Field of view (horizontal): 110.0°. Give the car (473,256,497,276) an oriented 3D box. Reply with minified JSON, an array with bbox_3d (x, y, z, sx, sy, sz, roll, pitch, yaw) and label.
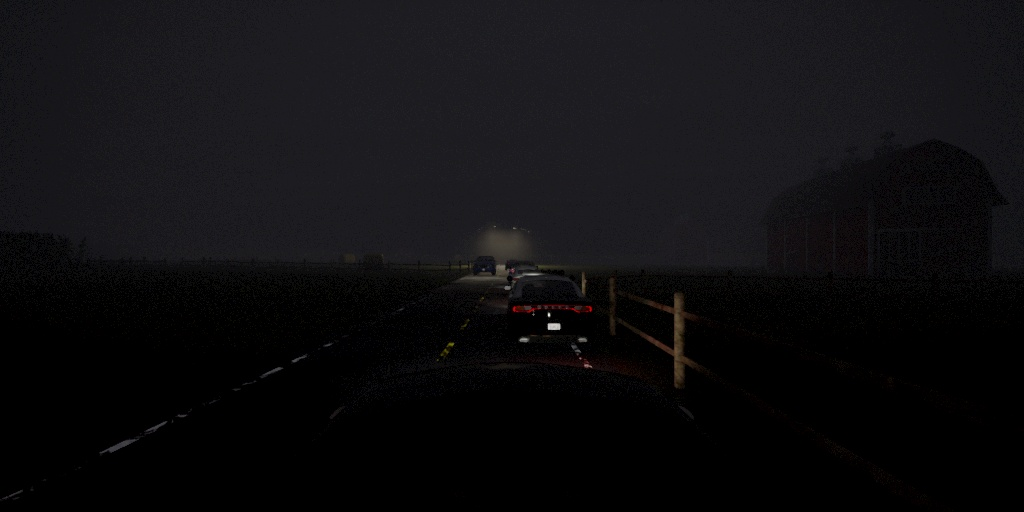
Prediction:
[{"bbox_3d":[-2.769,0.967,37.417,2.150,2.045,5.566,0,0,0],"label":"car"}]

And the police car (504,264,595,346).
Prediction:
[{"bbox_3d":[0.820,1.174,9.587,1.930,1.638,5.238,0,0,0],"label":"police car"}]

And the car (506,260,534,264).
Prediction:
[{"bbox_3d":[0.811,1.099,25.447,2.097,1.767,4.553,0,0,0],"label":"car"}]
